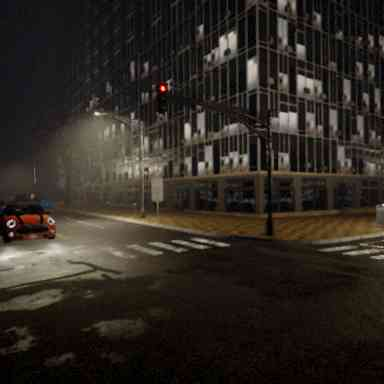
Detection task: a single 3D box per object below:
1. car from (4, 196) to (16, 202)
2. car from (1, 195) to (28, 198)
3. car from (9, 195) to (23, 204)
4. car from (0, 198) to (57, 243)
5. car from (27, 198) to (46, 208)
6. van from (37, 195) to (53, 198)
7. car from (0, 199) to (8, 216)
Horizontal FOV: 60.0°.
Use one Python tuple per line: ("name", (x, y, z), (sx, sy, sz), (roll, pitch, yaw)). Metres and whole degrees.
("car", (-40.988, 1.514, 74.807), (2.008, 1.369, 4.403), (0, 0, -34))
("car", (-13.656, 1.348, 24.343), (2.097, 1.767, 4.553), (-1, 0, -34))
("car", (-34.592, 1.402, 65.409), (1.967, 1.590, 4.097), (0, 0, -34))
("car", (-8.094, 1.342, 16.169), (2.097, 1.767, 4.553), (-1, 0, -34))
("car", (-21.800, 1.540, 46.614), (1.802, 1.307, 4.206), (0, 0, -34))
("van", (-18.602, 1.297, 41.915), (1.690, 1.788, 3.998), (0, 0, -34))
("car", (-19.469, 1.507, 32.902), (1.837, 1.490, 4.892), (-1, 0, -34))
